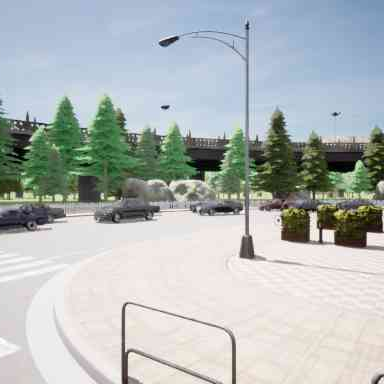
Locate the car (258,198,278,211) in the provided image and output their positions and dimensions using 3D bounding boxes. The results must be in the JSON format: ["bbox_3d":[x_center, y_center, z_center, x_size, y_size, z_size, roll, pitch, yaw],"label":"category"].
[{"bbox_3d":[9.958,1.470,38.811,4.674,1.442,1.812,0,0,-15],"label":"car"}]

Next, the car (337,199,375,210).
[{"bbox_3d":[19.734,1.509,40.189,4.181,1.385,1.994,0,0,0],"label":"car"}]

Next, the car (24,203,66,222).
[{"bbox_3d":[-11.410,1.492,22.732,2.033,1.411,5.357,0,0,37],"label":"car"}]

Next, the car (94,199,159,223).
[{"bbox_3d":[-5.075,1.297,25.061,2.097,1.767,4.553,0,0,41],"label":"car"}]

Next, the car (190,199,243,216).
[{"bbox_3d":[2.673,1.436,31.952,4.902,1.511,2.128,0,0,-30],"label":"car"}]

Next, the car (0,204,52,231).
[{"bbox_3d":[-10.533,1.545,18.200,1.895,1.301,4.718,0,0,36],"label":"car"}]

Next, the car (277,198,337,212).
[{"bbox_3d":[12.450,1.492,36.110,5.357,1.411,2.033,0,0,-12],"label":"car"}]

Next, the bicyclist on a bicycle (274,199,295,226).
[{"bbox_3d":[5.535,1.245,19.605,0.582,1.620,1.656,0,0,-44],"label":"bicyclist on a bicycle"}]
